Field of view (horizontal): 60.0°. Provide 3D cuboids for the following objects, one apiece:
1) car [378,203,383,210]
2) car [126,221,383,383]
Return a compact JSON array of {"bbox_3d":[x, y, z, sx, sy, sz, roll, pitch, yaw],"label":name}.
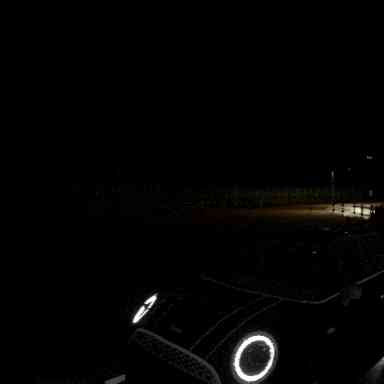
[{"bbox_3d":[22.769,1.923,38.408,1.994,1.385,4.181,-1,-1,11],"label":"car"},{"bbox_3d":[1.369,1.371,4.585,4.553,1.767,2.097,0,0,-42],"label":"car"}]
